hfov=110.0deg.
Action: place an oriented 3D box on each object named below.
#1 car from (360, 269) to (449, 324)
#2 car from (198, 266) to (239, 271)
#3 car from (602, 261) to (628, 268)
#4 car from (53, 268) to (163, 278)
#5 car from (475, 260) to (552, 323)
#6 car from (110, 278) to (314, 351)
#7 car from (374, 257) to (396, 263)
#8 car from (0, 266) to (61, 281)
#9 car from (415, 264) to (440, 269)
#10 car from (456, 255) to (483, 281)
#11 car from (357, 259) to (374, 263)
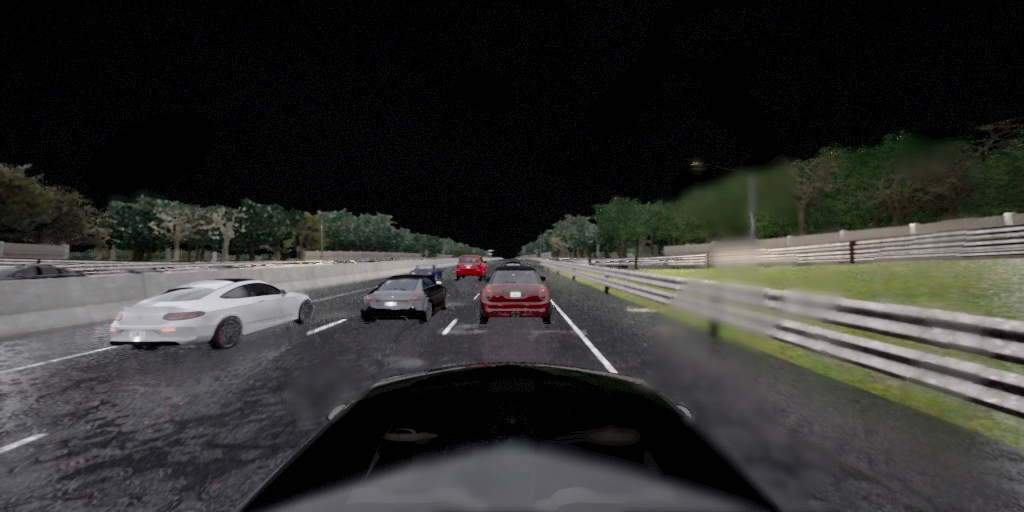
[{"bbox_3d":[-3.398,1.314,12.064,1.994,1.385,4.181,0,0,0],"label":"car"},{"bbox_3d":[-17.595,1.313,21.436,1.994,1.385,4.181,0,0,0],"label":"car"},{"bbox_3d":[15.222,1.139,53.182,1.994,1.385,4.181,0,-1,-18],"label":"car"},{"bbox_3d":[-21.096,1.351,19.655,1.895,1.301,4.718,0,0,0],"label":"car"},{"bbox_3d":[0.101,1.102,12.190,2.097,1.767,4.553,0,0,0],"label":"car"},{"bbox_3d":[-6.899,1.277,8.909,1.812,1.442,4.674,0,0,0],"label":"car"},{"bbox_3d":[-20.992,0.842,60.332,1.837,1.490,4.892,0,0,0],"label":"car"},{"bbox_3d":[-24.596,1.256,17.899,1.837,1.490,4.892,0,0,0],"label":"car"},{"bbox_3d":[-6.896,1.344,29.604,1.895,1.301,4.718,0,0,0],"label":"car"},{"bbox_3d":[-3.395,0.964,30.569,2.150,2.045,5.566,0,0,0],"label":"car"},{"bbox_3d":[-24.492,1.199,60.327,1.994,1.385,4.181,0,0,0],"label":"car"}]
